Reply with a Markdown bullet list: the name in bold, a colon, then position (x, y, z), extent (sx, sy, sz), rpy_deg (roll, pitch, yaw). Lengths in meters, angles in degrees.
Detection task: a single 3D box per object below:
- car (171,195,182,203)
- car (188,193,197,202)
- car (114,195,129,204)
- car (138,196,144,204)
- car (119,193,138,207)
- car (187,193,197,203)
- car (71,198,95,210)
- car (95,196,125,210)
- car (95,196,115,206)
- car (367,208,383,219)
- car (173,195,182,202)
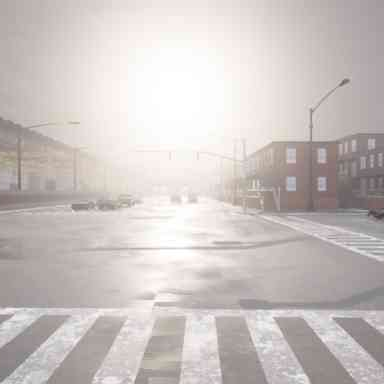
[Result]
- **car**: position (-3.364, 1.353, 70.202), extent (2.097, 1.767, 4.553), rpy_deg (0, 0, 0)
- **car**: position (0.078, 1.225, 80.265), extent (2.150, 2.045, 5.566), rpy_deg (0, 0, 0)
- **car**: position (-13.957, 1.478, 66.080), extent (1.882, 1.535, 5.008), rpy_deg (0, 0, 1)
- **car**: position (-10.487, 1.526, 63.711), extent (1.812, 1.442, 4.674), rpy_deg (0, 0, 1)
- **car**: position (-10.541, 1.221, 52.825), extent (2.150, 2.045, 5.566), rpy_deg (0, 0, 0)
- **car**: position (0.167, 1.547, 69.632), extent (2.033, 1.411, 5.357), rpy_deg (0, 0, 0)
- **car**: position (-14.057, 1.547, 43.617), extent (2.033, 1.411, 5.357), rpy_deg (0, 0, 0)
- **car**: position (-10.569, 1.601, 43.200), extent (1.895, 1.301, 4.718), rpy_deg (0, 0, 3)
- **car**: position (-14.037, 1.478, 54.015), extent (1.882, 1.535, 5.008), rpy_deg (0, 0, 0)
- **car**: position (17.061, 1.547, 26.642), extent (5.357, 1.411, 2.033), rpy_deg (0, 0, 0)
- **car**: position (-3.422, 1.478, 80.488), extent (1.882, 1.535, 5.008), rpy_deg (0, 0, 0)
